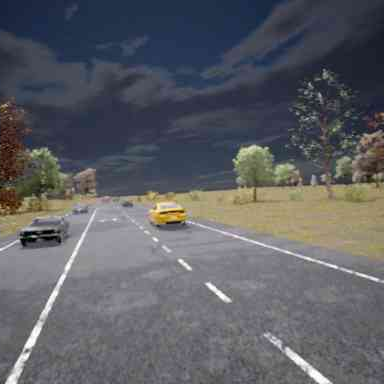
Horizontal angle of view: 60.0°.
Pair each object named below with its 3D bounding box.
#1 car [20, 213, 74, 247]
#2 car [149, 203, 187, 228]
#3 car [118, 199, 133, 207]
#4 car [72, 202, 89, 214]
[{"bbox_3d":[-7.667,1.965,17.657,1.895,1.301,4.718,-4,0,-15],"label":"car"},{"bbox_3d":[-1.750,1.459,22.555,1.882,1.535,5.008,-4,0,-15],"label":"car"},{"bbox_3d":[-11.957,1.935,61.004,2.033,1.411,5.357,-4,0,-15],"label":"car"},{"bbox_3d":[-14.907,2.155,44.582,2.128,1.511,4.902,-4,0,-15],"label":"car"}]
